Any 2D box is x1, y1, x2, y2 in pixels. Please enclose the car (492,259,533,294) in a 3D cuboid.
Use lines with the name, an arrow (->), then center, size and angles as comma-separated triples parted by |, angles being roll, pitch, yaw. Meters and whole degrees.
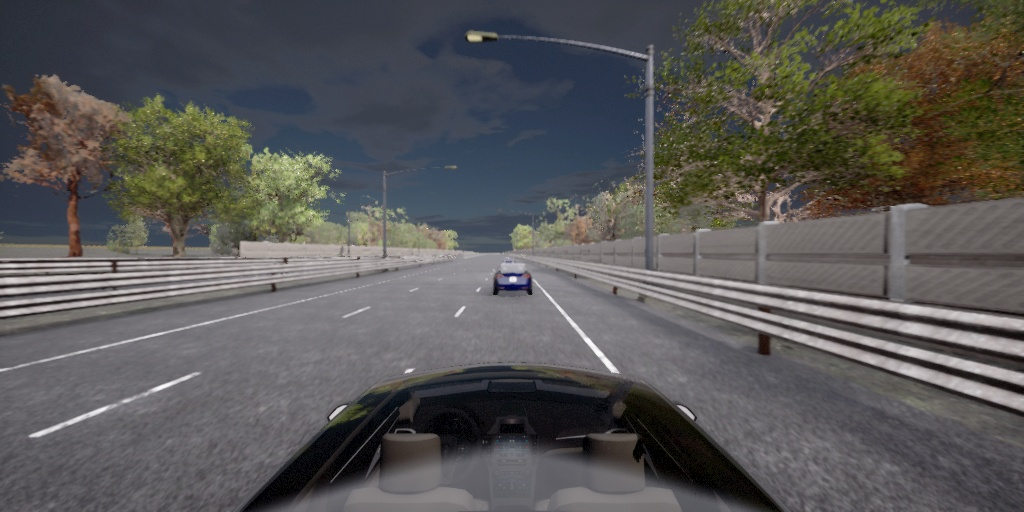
car -> 0.027, 1.100, 18.788 | 2.163, 1.488, 4.792 | 0, 1, 0
